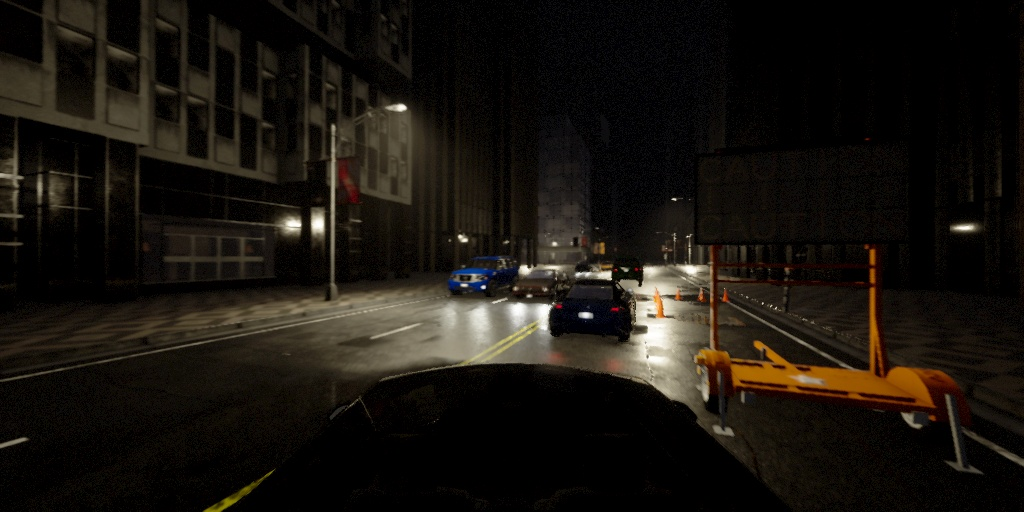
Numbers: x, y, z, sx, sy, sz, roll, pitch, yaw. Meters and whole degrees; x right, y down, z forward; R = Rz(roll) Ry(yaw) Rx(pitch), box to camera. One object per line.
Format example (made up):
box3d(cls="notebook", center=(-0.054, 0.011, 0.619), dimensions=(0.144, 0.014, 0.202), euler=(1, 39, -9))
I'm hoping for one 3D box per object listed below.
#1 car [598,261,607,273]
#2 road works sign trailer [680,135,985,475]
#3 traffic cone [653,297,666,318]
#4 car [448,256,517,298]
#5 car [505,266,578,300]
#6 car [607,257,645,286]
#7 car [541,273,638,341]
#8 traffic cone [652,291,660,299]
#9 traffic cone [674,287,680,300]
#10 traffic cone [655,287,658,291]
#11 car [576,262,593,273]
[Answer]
box3d(cls="car", center=(12.490, 1.455, 46.930), dimensions=(1.882, 1.535, 5.008), euler=(0, 0, 21))
box3d(cls="road works sign trailer", center=(3.841, 0.245, 5.033), dimensions=(2.380, 3.560, 2.880), euler=(0, 0, 21))
box3d(cls="traffic cone", center=(5.002, 1.768, 12.073), dimensions=(0.340, 0.580, 0.340), euler=(0, 0, 21))
box3d(cls="car", center=(-1.286, 1.031, 19.422), dimensions=(2.150, 2.045, 5.566), euler=(0, 0, 21))
box3d(cls="car", center=(1.693, 1.366, 18.114), dimensions=(2.033, 1.411, 5.357), euler=(0, 0, 21))
box3d(cls="car", center=(8.873, 1.110, 27.444), dimensions=(2.150, 2.045, 5.566), euler=(0, 0, 21))
box3d(cls="car", center=(2.415, 1.357, 10.201), dimensions=(1.994, 1.385, 4.181), euler=(0, 0, 21))
box3d(cls="traffic cone", center=(5.703, 1.778, 13.946), dimensions=(0.340, 0.580, 0.340), euler=(0, 0, 21))
box3d(cls="traffic cone", center=(8.042, 1.802, 17.341), dimensions=(0.340, 0.580, 0.340), euler=(0, 0, 21))
box3d(cls="traffic cone", center=(6.405, 1.789, 15.819), dimensions=(0.340, 0.580, 0.340), euler=(0, 0, 21))
box3d(cls="car", center=(9.877, 1.536, 49.215), dimensions=(1.994, 1.385, 4.181), euler=(0, 0, 21))
